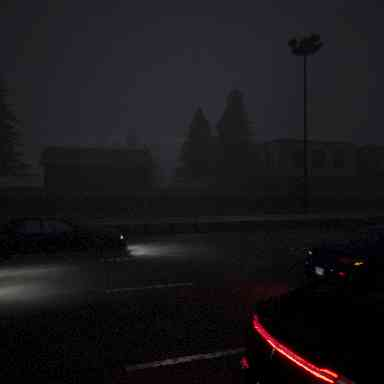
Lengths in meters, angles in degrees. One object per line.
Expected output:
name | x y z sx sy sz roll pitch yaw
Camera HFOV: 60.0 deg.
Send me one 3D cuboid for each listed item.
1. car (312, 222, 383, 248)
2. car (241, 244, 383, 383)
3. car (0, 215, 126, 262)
car | 4.918 1.526 7.790 4.674 1.442 1.812 0 0 -18
car | 2.933 1.490 3.485 4.902 1.511 2.128 0 0 -18
car | -5.165 1.547 11.928 5.357 1.411 2.033 0 0 -18
